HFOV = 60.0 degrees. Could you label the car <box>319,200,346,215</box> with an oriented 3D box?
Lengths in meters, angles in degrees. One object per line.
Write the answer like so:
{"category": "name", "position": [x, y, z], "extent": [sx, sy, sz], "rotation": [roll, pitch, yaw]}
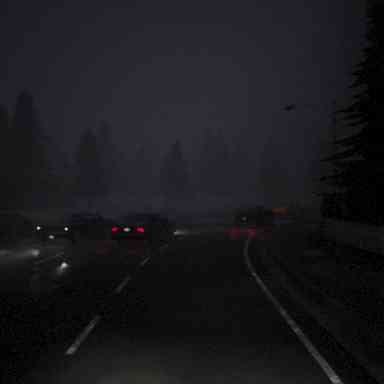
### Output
{"category": "car", "position": [16.882, 1.614, 38.076], "extent": [5.566, 2.045, 2.150], "rotation": [0, -1, -33]}

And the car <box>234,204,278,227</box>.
{"category": "car", "position": [4.872, 1.741, 25.629], "extent": [1.882, 1.535, 5.008], "rotation": [-1, -1, 28]}

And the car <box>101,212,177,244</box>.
{"category": "car", "position": [-2.289, 1.722, 16.968], "extent": [2.033, 1.411, 5.357], "rotation": [0, -1, 13]}

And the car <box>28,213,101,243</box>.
{"category": "car", "position": [-5.991, 1.780, 17.416], "extent": [1.895, 1.301, 4.718], "rotation": [0, -1, 12]}

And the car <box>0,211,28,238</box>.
{"category": "car", "position": [-9.702, 1.693, 16.285], "extent": [1.812, 1.442, 4.674], "rotation": [0, -1, 9]}

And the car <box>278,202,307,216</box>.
{"category": "car", "position": [11.331, 1.872, 38.407], "extent": [5.008, 1.535, 1.882], "rotation": [1, -1, -40]}
